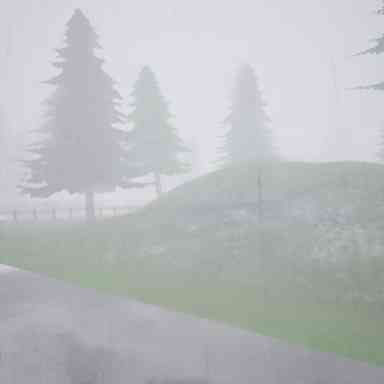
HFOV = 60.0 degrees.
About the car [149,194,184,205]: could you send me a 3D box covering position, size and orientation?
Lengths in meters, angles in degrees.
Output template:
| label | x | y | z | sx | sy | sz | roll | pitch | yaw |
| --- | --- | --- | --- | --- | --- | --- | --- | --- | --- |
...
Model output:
| label | x | y | z | sx | sy | sz | roll | pitch | yaw |
| --- | --- | --- | --- | --- | --- | --- | --- | --- | --- |
| car | -3.369 | 1.109 | 43.542 | 4.553 | 1.767 | 2.097 | 0 | 0 | -35 |
